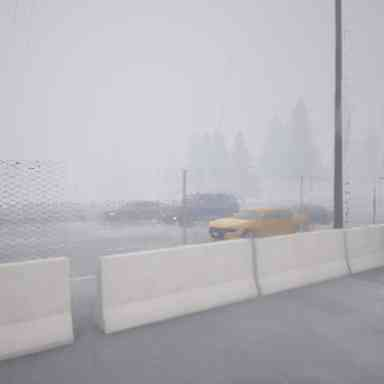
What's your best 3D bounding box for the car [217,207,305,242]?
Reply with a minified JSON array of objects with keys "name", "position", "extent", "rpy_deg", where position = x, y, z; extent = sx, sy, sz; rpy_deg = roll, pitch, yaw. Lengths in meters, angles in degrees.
[{"name":"car","position":[2.993,1.391,14.472],"extent":[5.008,1.535,1.882],"rpy_deg":[0,0,-34]}]
